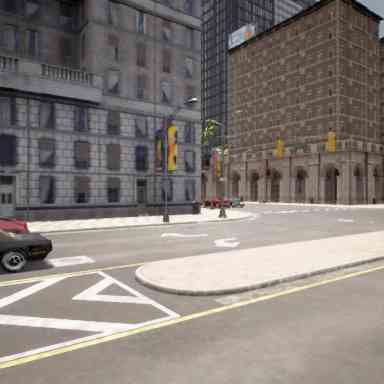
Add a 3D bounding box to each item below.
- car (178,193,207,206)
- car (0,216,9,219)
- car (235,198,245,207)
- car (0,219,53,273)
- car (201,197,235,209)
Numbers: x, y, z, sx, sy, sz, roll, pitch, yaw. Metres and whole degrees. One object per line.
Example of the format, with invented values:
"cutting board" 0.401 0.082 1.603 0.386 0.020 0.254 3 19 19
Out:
"car" 0.024 1.217 57.126 2.150 2.045 5.566 0 0 -34
"car" -8.480 1.526 12.087 4.674 1.442 1.812 0 0 -35
"car" 5.663 1.487 49.027 2.128 1.511 4.902 0 0 -35
"car" -6.535 1.601 9.182 4.718 1.301 1.895 0 0 -35
"car" 3.234 1.473 46.396 1.882 1.535 5.008 0 0 -35
